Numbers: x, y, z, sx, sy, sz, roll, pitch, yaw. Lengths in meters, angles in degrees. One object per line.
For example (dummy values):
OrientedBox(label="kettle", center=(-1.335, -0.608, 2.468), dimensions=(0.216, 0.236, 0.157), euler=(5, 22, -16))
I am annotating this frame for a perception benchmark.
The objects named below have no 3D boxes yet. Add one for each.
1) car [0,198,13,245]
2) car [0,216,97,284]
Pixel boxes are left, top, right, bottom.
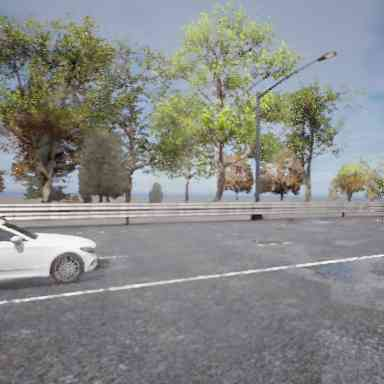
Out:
OrientedBox(label="car", center=(-9.453, 1.132, 12.723), dimensions=(4.553, 1.767, 2.097), euler=(1, 0, -28))
OrientedBox(label="car", center=(-4.531, 1.313, 7.412), dimensions=(4.674, 1.442, 1.812), euler=(1, 0, -28))
